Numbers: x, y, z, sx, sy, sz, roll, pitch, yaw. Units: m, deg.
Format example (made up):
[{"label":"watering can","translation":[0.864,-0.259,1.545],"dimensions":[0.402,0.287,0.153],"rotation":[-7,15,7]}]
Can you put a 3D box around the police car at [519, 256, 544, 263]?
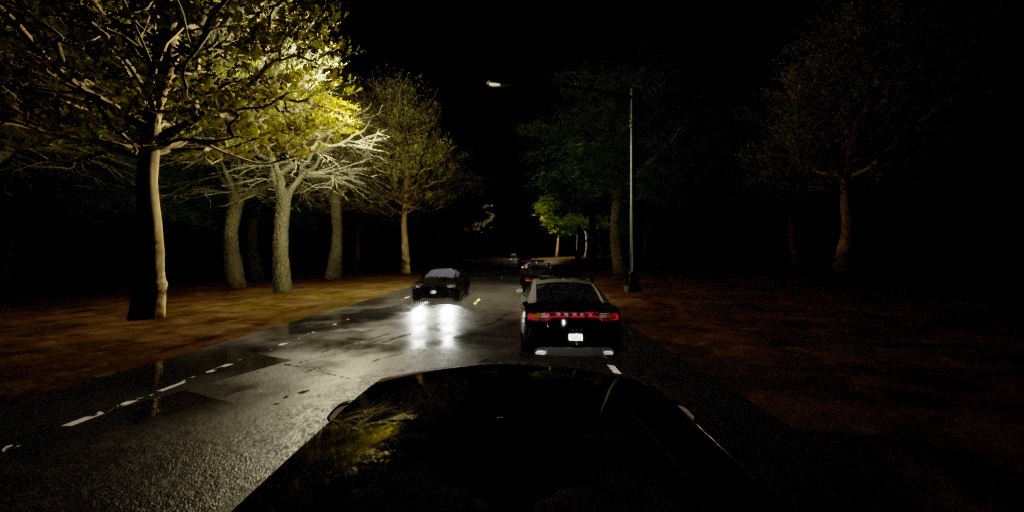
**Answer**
[{"label":"police car","translation":[1.666,1.059,24.574],"dimensions":[1.930,1.638,5.238],"rotation":[0,1,3]}]

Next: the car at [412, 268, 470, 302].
[{"label":"car","translation":[-3.176,1.269,16.694],"dimensions":[1.994,1.385,4.181],"rotation":[0,0,2]}]

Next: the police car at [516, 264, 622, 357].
[{"label":"police car","translation":[1.126,1.166,8.660],"dimensions":[1.930,1.638,5.238],"rotation":[0,0,1]}]

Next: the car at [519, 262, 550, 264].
[{"label":"car","translation":[1.405,1.216,18.488],"dimensions":[1.812,1.442,4.674],"rotation":[0,0,2]}]

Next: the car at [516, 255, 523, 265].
[{"label":"car","translation":[1.819,0.838,50.133],"dimensions":[1.837,1.490,4.892],"rotation":[0,1,2]}]
